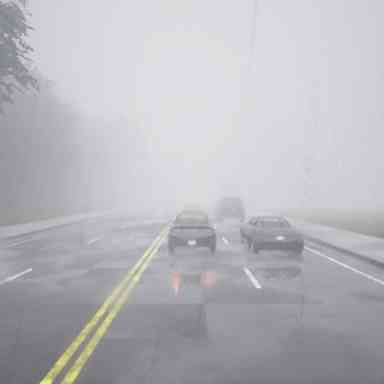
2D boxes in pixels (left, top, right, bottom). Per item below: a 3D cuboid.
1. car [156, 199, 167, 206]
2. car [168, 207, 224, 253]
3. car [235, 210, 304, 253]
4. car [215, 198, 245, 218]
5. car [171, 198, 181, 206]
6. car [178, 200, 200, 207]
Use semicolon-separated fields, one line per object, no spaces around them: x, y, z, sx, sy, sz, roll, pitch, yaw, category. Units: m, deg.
-6.484;2.273;70.998;1.994;1.385;4.181;0;-1;0;car
0.007;1.626;14.286;2.128;1.511;4.902;0;0;0;car
3.260;1.698;14.286;1.994;1.385;4.181;0;0;0;car
3.258;1.496;29.017;2.150;2.045;5.566;0;0;0;car
-3.234;2.076;71.029;2.097;1.767;4.553;0;-1;0;car
0.012;1.761;29.464;1.882;1.535;5.008;0;0;0;car
